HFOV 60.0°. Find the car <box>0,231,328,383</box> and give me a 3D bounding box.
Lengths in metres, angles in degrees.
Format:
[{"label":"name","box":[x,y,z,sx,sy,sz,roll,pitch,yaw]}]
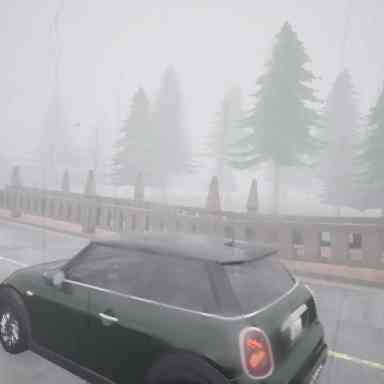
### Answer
[{"label":"car","box":[-0.708,1.326,4.487,4.553,1.767,2.097,1,1,35]}]
